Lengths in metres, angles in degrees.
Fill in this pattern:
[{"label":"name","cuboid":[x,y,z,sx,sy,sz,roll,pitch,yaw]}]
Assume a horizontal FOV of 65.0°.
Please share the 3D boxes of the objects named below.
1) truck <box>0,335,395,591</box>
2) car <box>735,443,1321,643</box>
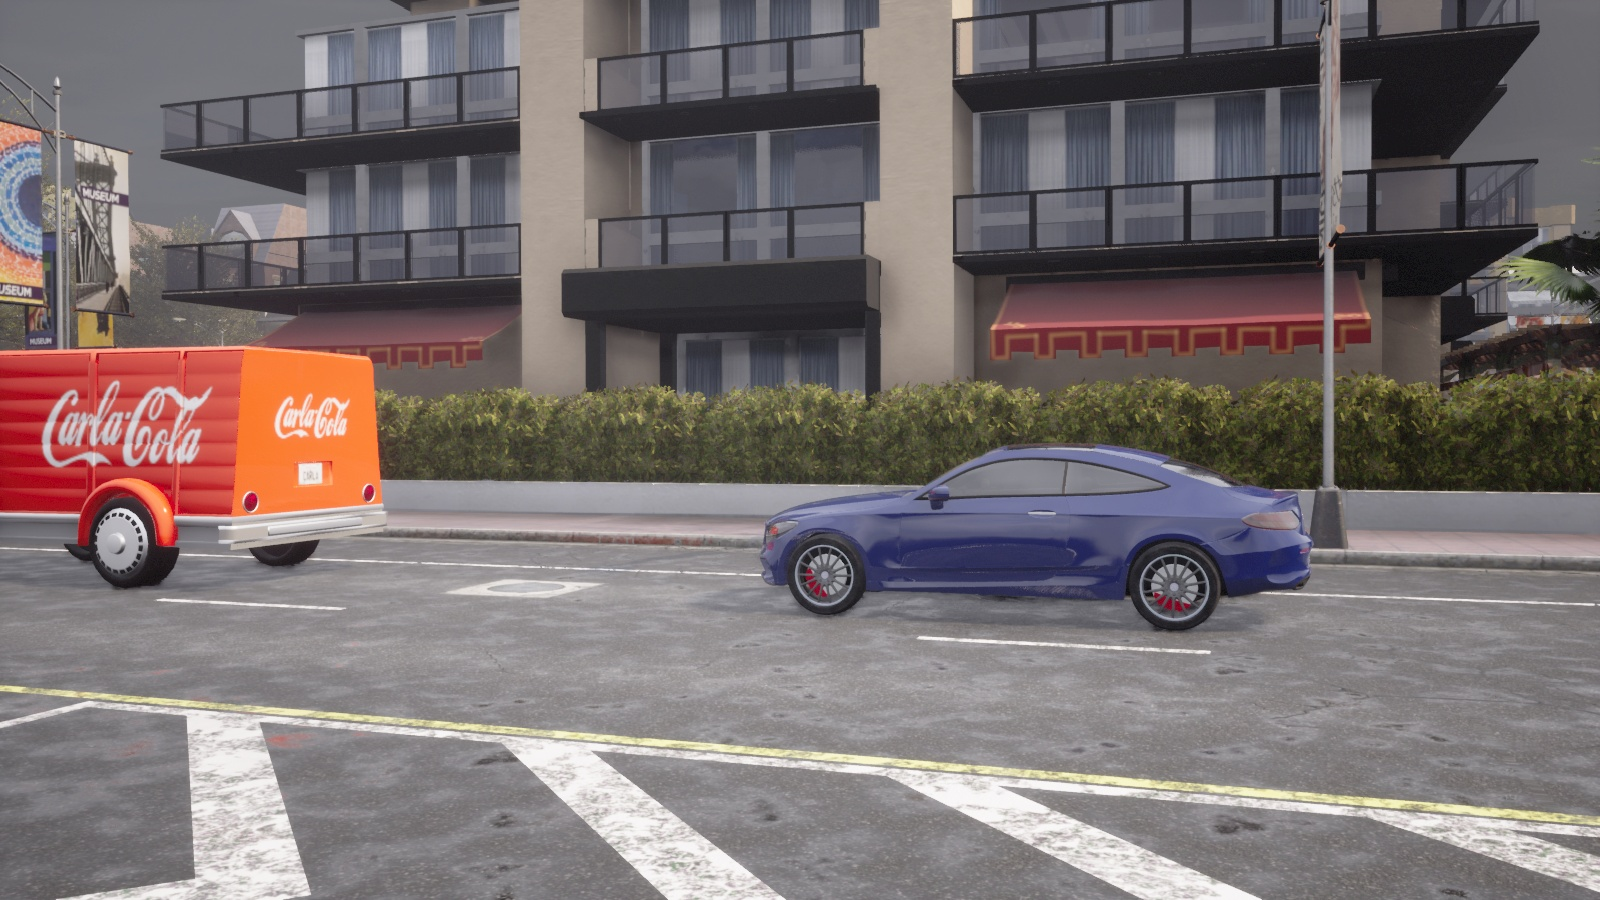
[{"label":"truck","cuboid":[-7.581,0.085,14.149,5.204,2.467,2.627,1,1,19]},{"label":"car","cuboid":[1.945,0.684,10.949,4.674,1.442,1.812,1,1,18]}]
